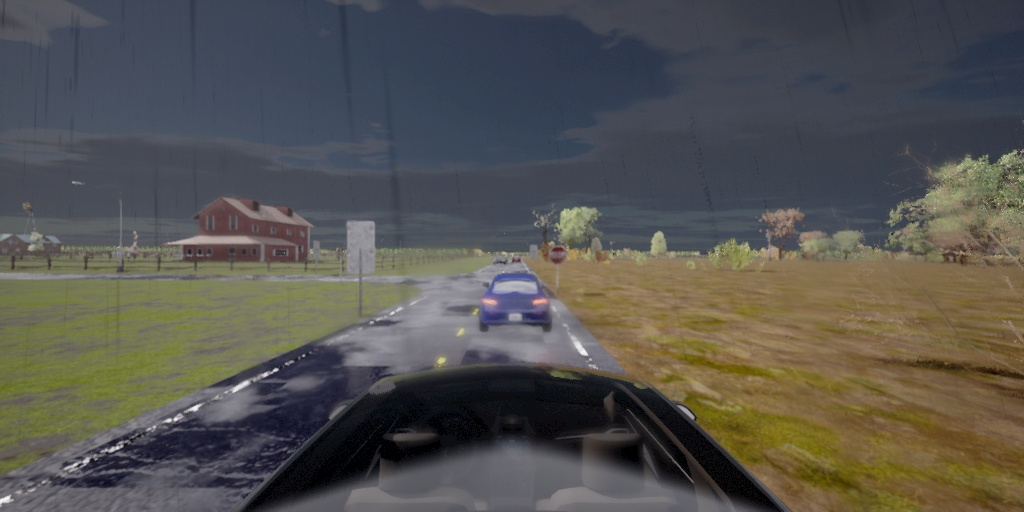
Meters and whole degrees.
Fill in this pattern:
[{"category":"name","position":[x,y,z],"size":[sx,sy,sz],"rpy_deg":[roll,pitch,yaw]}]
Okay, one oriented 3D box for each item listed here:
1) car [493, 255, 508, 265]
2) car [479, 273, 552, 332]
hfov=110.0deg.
[{"category":"car","position":[-2.073,0.625,60.111],"size":[2.097,1.767,4.553],"rpy_deg":[0,0,1]},{"category":"car","position":[0.106,1.203,10.433],"size":[1.812,1.442,4.674],"rpy_deg":[0,0,1]}]
